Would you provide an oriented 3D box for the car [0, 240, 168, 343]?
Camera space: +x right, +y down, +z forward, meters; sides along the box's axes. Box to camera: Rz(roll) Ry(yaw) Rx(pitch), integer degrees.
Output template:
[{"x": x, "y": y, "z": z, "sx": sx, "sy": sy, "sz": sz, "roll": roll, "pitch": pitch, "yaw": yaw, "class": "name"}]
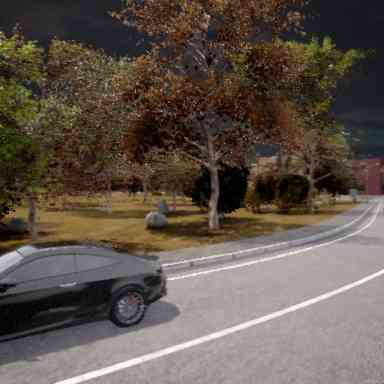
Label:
[{"x": -2.628, "y": 1.619, "z": 5.700, "sx": 4.674, "sy": 1.442, "sz": 1.812, "roll": 0, "pitch": -1, "yaw": -35, "class": "car"}]
